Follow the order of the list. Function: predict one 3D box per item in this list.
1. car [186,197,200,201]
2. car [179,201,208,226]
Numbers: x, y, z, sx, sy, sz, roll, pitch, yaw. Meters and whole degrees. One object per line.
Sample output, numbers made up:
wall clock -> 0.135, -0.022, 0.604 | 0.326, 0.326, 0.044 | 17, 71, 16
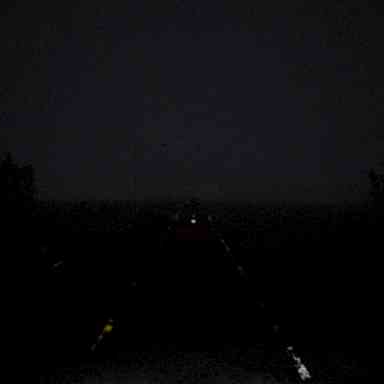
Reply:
car -> 0.126, 1.366, 42.678 | 1.812, 1.442, 4.674 | 0, 0, 0
car -> 0.097, 1.524, 22.853 | 1.895, 1.301, 4.718 | 0, 0, 0
